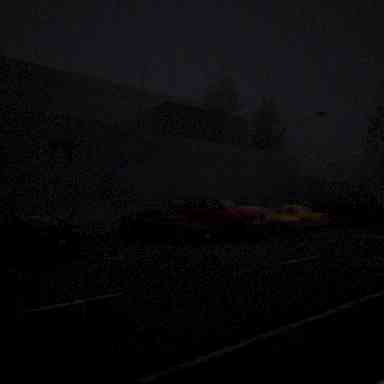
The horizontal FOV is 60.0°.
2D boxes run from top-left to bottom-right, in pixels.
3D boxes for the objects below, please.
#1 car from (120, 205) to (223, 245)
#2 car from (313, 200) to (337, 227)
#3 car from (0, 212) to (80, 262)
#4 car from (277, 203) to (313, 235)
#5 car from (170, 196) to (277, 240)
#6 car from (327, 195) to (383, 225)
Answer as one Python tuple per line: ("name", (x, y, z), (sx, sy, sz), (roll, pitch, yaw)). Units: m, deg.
("car", (-1.284, 1.513, 15.593), (4.792, 1.488, 2.163), (-1, -1, 35))
("car", (5.867, 1.486, 20.931), (5.366, 1.575, 1.946), (-1, -1, 35))
("car", (-6.195, 1.490, 12.118), (5.008, 1.535, 2.097), (-1, 0, 35))
("car", (3.734, 1.478, 18.985), (5.366, 1.575, 1.946), (-1, -1, 35))
("car", (1.160, 1.232, 17.339), (5.566, 2.045, 2.435), (-1, -1, 35))
("car", (10.881, 1.248, 24.323), (5.566, 2.045, 2.435), (-1, -1, 35))
